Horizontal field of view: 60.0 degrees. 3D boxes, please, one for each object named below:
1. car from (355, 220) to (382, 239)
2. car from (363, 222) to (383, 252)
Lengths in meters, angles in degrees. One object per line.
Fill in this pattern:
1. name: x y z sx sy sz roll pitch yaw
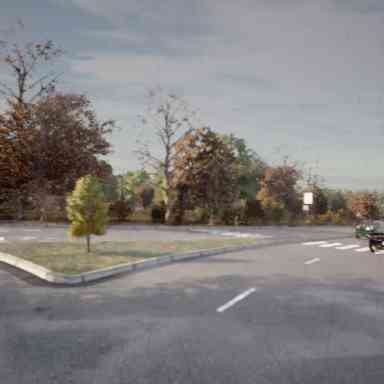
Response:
1. car: 16.113 3.294 29.327 2.097 1.767 4.553 1 -3 42
2. car: 11.562 2.679 18.969 1.882 1.535 5.008 1 -3 40
